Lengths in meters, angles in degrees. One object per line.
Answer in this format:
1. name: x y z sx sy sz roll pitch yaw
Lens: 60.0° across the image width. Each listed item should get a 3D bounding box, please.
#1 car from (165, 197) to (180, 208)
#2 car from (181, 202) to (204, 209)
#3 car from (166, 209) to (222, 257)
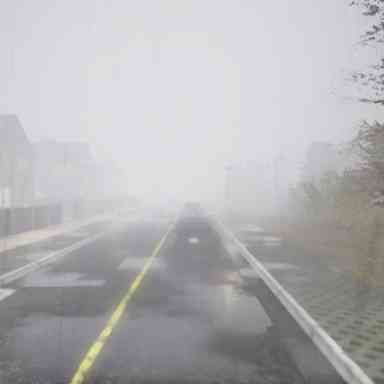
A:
1. car: -2.841 1.561 49.359 1.837 1.490 4.892 0 0 0
2. car: 0.068 1.564 28.612 1.812 1.442 4.674 0 0 0
3. car: 0.070 1.586 13.039 1.994 1.385 4.181 0 0 0
